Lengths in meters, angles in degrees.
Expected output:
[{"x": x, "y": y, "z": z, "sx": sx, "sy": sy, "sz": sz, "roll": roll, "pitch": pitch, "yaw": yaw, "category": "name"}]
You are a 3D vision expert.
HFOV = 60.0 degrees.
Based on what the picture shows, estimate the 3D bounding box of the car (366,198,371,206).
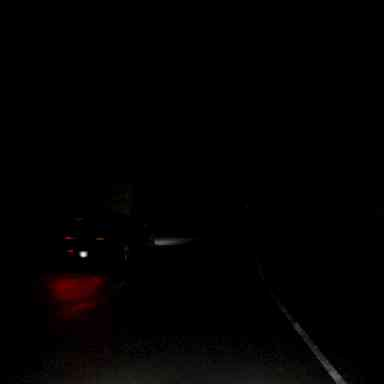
[{"x": 27.992, "y": 1.581, "z": 49.271, "sx": 5.357, "sy": 1.411, "sz": 2.033, "roll": 0, "pitch": 0, "yaw": -17, "category": "car"}]

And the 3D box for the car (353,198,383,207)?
[{"x": 28.279, "y": 1.636, "z": 52.992, "sx": 4.718, "sy": 1.301, "sz": 1.895, "roll": 0, "pitch": 0, "yaw": -16, "category": "car"}]

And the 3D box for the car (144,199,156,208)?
[{"x": -4.813, "y": 1.368, "z": 26.760, "sx": 2.097, "sy": 1.767, "sz": 4.553, "roll": 0, "pitch": 0, "yaw": 32, "category": "car"}]

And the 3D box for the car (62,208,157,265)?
[{"x": -2.731, "y": 1.512, "z": 11.823, "sx": 1.837, "sy": 1.490, "sz": 4.892, "roll": 0, "pitch": 0, "yaw": 8, "category": "car"}]

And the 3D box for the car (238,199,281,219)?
[{"x": 6.046, "y": 1.371, "z": 29.449, "sx": 2.097, "sy": 1.767, "sz": 4.553, "roll": 0, "pitch": 0, "yaw": 42, "category": "car"}]
